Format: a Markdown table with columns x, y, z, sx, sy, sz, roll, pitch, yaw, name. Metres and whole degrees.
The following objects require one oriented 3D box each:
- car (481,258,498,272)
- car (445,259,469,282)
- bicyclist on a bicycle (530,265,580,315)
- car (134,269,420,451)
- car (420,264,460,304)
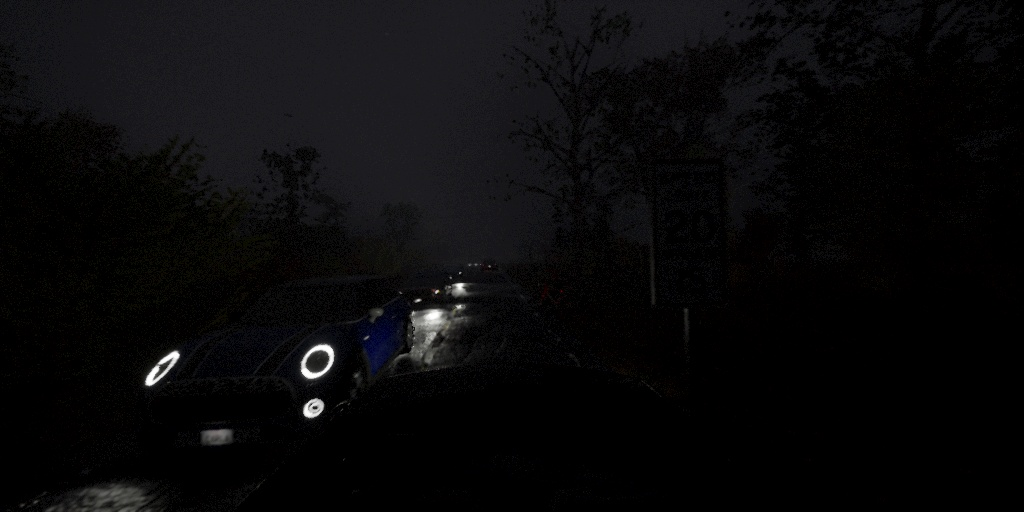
| x | y | z | sx | sy | sz | roll | pitch | yaw | name |
| --- | --- | --- | --- | --- | --- | --- | --- | --- | --- |
| -2.613 | 1.102 | 41.838 | 1.994 | 1.385 | 4.181 | -1 | 0 | -3 | car |
| -4.535 | 1.206 | 27.497 | 1.812 | 1.442 | 4.674 | -1 | 0 | -4 | car |
| 1.382 | 1.104 | 11.659 | 1.656 | 1.620 | 0.582 | -1 | 0 | -4 | bicyclist on a bicycle |
| -3.023 | 1.149 | 5.703 | 2.097 | 1.767 | 4.553 | -1 | 0 | -4 | car |
| -3.762 | 1.285 | 16.310 | 2.033 | 1.411 | 5.357 | -1 | 0 | -4 | car |
